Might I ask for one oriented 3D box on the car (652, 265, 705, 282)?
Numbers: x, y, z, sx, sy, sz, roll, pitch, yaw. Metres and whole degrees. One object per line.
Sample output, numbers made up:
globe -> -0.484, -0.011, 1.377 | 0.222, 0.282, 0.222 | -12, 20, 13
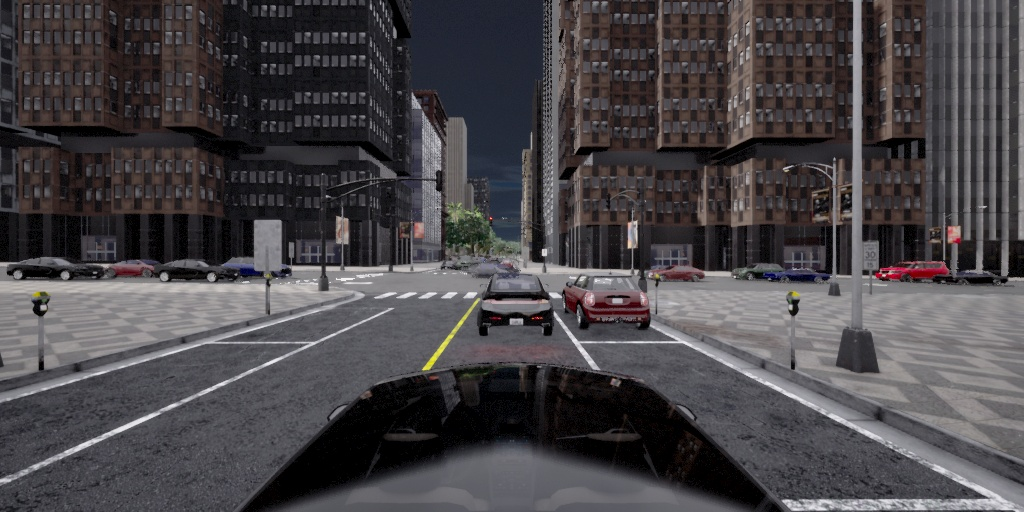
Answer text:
car -> 14.351, 1.507, 31.379 | 4.674, 1.442, 1.812 | 1, 0, -1

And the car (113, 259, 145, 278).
car -> -28.315, 0.944, 27.544 | 4.181, 1.385, 1.994 | 1, 0, -1

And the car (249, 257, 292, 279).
car -> -19.564, 0.855, 27.628 | 4.553, 1.767, 2.097 | 1, 0, 0

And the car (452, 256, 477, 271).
car -> -6.601, 0.975, 50.347 | 2.150, 2.045, 5.566 | 0, 0, -1

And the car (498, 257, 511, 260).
car -> -0.762, 1.197, 52.628 | 1.967, 1.591, 4.097 | 0, 0, -1

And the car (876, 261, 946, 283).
car -> 38.880, 1.552, 34.831 | 5.566, 2.045, 2.150 | 0, 0, -1

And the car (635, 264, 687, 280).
car -> 14.340, 1.541, 34.632 | 4.181, 1.385, 1.994 | 1, 0, -1

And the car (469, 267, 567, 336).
car -> 0.076, 1.241, 10.361 | 2.128, 1.511, 4.902 | 0, 0, -1

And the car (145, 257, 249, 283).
car -> -21.274, 0.961, 24.363 | 5.008, 1.535, 1.882 | 1, 0, -1

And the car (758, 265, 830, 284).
car -> 24.802, 1.733, 31.475 | 4.718, 1.301, 1.895 | 1, 0, 0

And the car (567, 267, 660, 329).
car -> 2.734, 1.189, 11.247 | 1.967, 1.591, 4.097 | 0, 0, 0

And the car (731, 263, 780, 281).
car -> 23.810, 1.466, 34.713 | 4.553, 1.767, 2.097 | 1, 0, 0

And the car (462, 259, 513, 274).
car -> -1.629, 1.299, 31.543 | 5.357, 1.411, 2.033 | 1, 0, 40

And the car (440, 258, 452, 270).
car -> -9.287, 1.323, 52.549 | 1.948, 1.339, 4.313 | 0, 0, -1

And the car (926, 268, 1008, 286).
car -> 40.187, 1.958, 31.581 | 4.718, 1.301, 1.895 | 1, 0, 0

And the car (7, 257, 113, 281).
car -> -30.741, 0.827, 24.281 | 5.008, 1.535, 1.882 | 1, 0, 0
